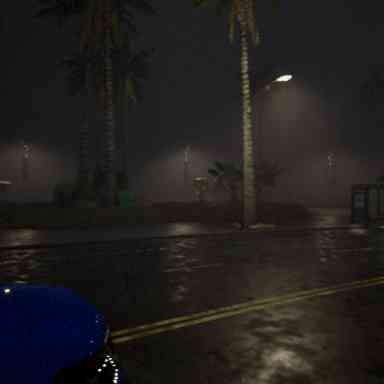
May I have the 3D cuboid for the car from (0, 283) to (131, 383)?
[{"bbox_3d":[-3.058,1.201,1.569,5.566,2.045,2.150,1,0,-35],"label":"car"}]
